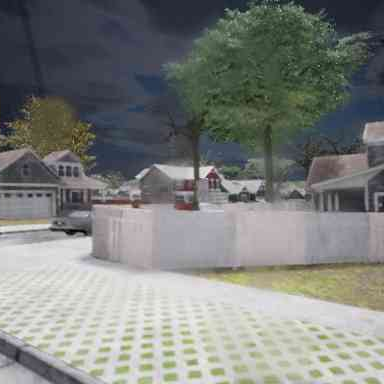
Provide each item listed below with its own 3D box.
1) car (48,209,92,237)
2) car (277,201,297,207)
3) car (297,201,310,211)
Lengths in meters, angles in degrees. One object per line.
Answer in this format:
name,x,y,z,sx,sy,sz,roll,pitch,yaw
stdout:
car,-5.180,1.630,18.561,2.033,1.411,5.357,-2,-2,33
car,11.932,2.131,44.551,2.128,1.511,4.902,-2,-2,34
car,17.314,2.227,52.854,2.097,1.767,4.553,-2,-2,33
